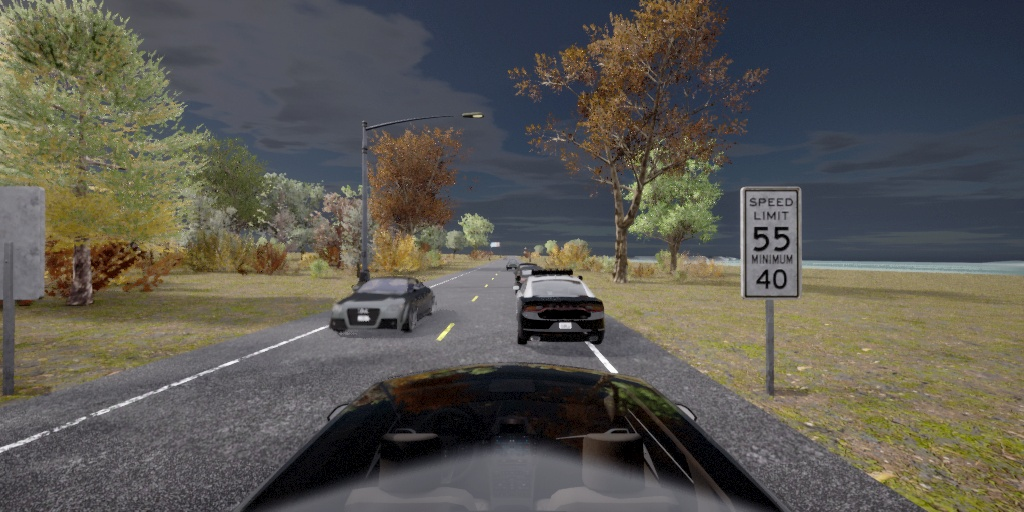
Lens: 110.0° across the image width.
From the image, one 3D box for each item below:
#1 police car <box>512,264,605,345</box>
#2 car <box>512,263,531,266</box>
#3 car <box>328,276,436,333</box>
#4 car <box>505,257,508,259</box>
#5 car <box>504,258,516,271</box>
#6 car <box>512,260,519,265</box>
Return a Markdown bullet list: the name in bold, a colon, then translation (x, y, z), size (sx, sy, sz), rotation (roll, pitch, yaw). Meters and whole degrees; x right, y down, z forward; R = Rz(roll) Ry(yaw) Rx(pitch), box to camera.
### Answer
- **police car**: translation (1.057, 1.175, 9.674), size (1.930, 1.638, 5.238), rotation (0, 0, 0)
- **car**: translation (1.076, 1.275, 19.559), size (1.812, 1.442, 4.674), rotation (0, 0, 0)
- **car**: translation (-3.590, 1.314, 10.652), size (1.994, 1.385, 4.181), rotation (0, 0, 0)
- **car**: translation (0.164, 1.283, 61.365), size (2.033, 1.411, 5.357), rotation (0, 0, 0)
- **car**: translation (0.160, 1.343, 49.589), size (1.895, 1.301, 4.718), rotation (0, 0, 1)
- **car**: translation (1.096, 1.254, 25.558), size (1.837, 1.490, 4.892), rotation (0, 0, 0)
